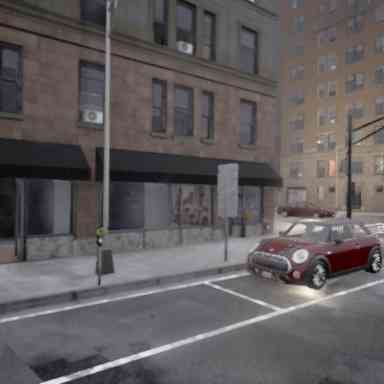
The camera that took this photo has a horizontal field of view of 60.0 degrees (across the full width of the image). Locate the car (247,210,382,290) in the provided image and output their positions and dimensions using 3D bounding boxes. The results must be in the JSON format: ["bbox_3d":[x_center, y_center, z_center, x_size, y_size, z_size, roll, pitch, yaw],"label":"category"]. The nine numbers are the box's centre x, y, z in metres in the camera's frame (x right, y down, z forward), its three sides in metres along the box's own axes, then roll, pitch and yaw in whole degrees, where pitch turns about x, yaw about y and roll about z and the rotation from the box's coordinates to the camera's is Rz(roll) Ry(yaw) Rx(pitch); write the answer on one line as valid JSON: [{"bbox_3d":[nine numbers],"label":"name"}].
[{"bbox_3d":[3.440,1.486,9.209,4.097,1.590,1.967,0,0,-35],"label":"car"}]

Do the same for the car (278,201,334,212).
[{"bbox_3d":[9.610,1.531,28.132,1.882,1.535,5.008,1,0,-37],"label":"car"}]
